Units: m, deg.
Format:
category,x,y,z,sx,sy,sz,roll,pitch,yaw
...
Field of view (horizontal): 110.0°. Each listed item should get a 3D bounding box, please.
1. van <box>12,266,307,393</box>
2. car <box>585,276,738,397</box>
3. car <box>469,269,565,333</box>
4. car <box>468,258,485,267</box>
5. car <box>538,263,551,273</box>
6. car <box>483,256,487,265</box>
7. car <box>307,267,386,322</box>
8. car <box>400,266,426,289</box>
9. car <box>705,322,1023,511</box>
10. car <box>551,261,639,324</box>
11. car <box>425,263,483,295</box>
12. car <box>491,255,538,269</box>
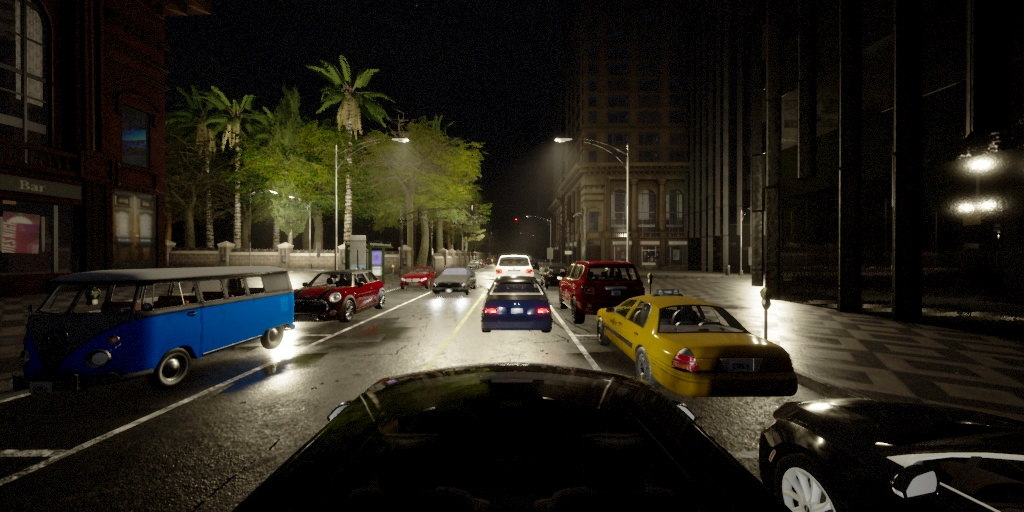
category,x,y,z,sx,sy,sz,roll,pitch,yaw
van,-5.759,1.090,6.480,1.690,1.789,3.998,0,0,0
car,2.766,1.274,6.629,1.751,1.417,4.829,0,0,0
car,0.109,1.295,10.706,2.033,1.411,5.357,0,0,0
car,-5.725,1.270,54.618,2.007,1.370,4.403,0,0,0
car,2.778,1.309,22.735,1.948,1.339,4.313,0,0,0
car,-5.721,1.155,60.038,1.967,1.591,4.097,0,0,0
car,-5.756,1.187,11.906,1.967,1.591,4.097,0,0,0
car,-5.748,1.325,22.759,1.802,1.307,4.207,0,0,0
car,2.762,1.300,1.033,2.007,1.370,4.403,0,0,0
car,2.770,1.062,11.884,2.192,1.841,5.009,0,0,0
car,-3.021,1.292,19.928,2.033,1.411,5.357,0,0,1
car,0.115,0.966,21.277,2.150,2.045,5.566,0,0,0
